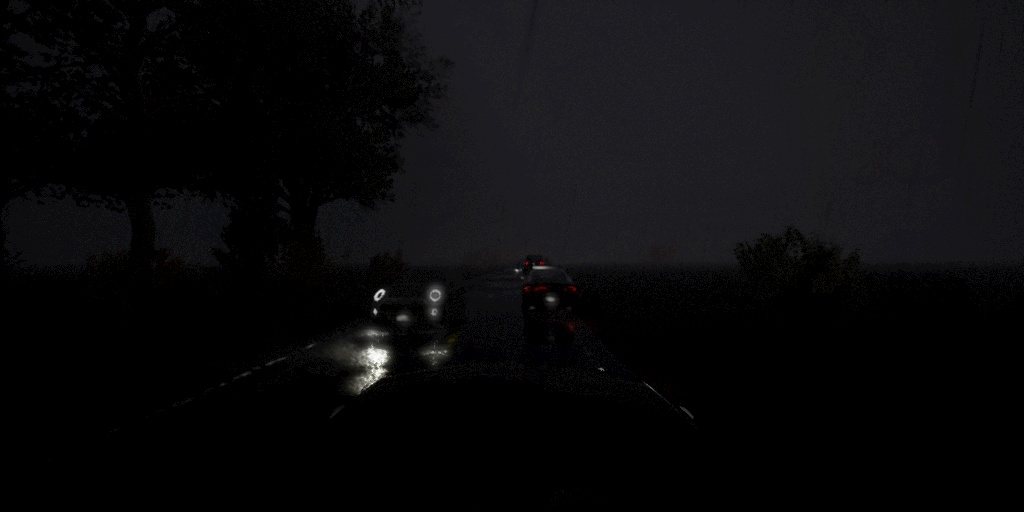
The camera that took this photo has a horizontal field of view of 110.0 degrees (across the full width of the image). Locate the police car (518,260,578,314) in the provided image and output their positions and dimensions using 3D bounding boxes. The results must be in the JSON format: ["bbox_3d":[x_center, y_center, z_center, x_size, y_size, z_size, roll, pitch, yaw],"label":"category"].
[{"bbox_3d":[1.338,1.146,13.773,1.930,1.638,5.238,0,0,3],"label":"police car"}]

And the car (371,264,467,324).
[{"bbox_3d":[-2.830,1.076,11.839,2.097,1.767,4.553,0,0,2],"label":"car"}]

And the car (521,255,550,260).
[{"bbox_3d":[2.577,0.873,38.556,2.150,2.045,5.566,0,0,8],"label":"car"}]

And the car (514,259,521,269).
[{"bbox_3d":[1.627,1.152,52.568,2.033,1.411,5.357,0,0,11],"label":"car"}]
